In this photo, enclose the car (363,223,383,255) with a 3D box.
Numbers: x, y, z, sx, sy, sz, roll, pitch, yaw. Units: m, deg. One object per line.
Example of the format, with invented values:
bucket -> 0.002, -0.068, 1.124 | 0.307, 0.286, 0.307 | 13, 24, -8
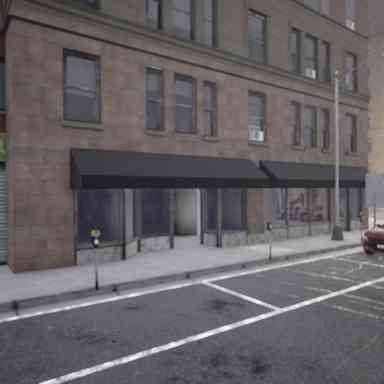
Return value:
car -> 8.062, 1.561, 12.286 | 4.507, 1.381, 1.887 | 0, -1, -35
